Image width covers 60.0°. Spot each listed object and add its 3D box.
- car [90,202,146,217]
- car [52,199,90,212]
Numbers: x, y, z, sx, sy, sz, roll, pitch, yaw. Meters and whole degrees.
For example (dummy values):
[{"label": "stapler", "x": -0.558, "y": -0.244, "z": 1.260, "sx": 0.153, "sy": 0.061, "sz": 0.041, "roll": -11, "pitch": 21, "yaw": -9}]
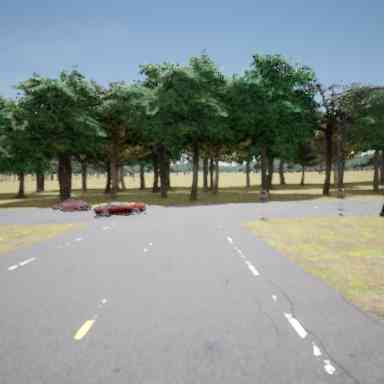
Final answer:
[{"label": "car", "x": -6.731, "y": 1.596, "z": 31.603, "sx": 4.718, "sy": 1.301, "sz": 1.895, "roll": -4, "pitch": 2, "yaw": 0}, {"label": "car", "x": -13.913, "y": 1.492, "z": 38.543, "sx": 4.181, "sy": 1.385, "sz": 1.994, "roll": -1, "pitch": 3, "yaw": 0}]
